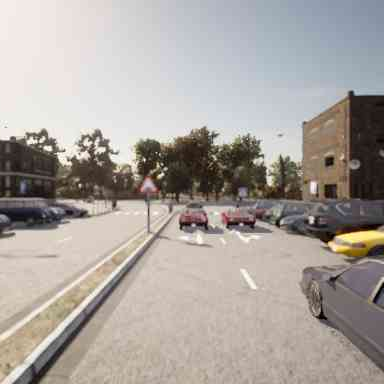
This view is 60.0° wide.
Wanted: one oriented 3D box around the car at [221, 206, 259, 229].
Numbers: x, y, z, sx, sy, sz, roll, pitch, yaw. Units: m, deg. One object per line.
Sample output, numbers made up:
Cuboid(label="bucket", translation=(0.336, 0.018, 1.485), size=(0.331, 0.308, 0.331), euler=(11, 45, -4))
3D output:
Cuboid(label="car", translation=(3.096, 1.767, 23.097), size=(1.895, 1.301, 4.718), euler=(0, 0, 0))

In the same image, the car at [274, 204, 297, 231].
Cuboid(label="car", translation=(7.649, 1.625, 19.416), size=(4.892, 1.521, 2.231), euler=(0, 0, 0))

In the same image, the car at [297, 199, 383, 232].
Cuboid(label="car", translation=(7.670, 1.331, 13.905), size=(5.566, 2.045, 2.435), euler=(0, 0, 0))

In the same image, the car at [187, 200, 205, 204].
Cuboid(label="car", translation=(0.426, 1.731, 40.393), size=(1.837, 1.490, 4.892), euler=(0, 0, 5))

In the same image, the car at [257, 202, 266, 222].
Cuboid(label="car", translation=(7.640, 1.695, 24.936), size=(4.674, 1.452, 2.002), euler=(0, 0, 0))

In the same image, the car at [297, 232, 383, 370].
Cuboid(label="car", translation=(3.101, 1.578, 4.359), size=(2.033, 1.411, 5.357), euler=(0, 0, 0))

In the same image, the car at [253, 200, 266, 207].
Cuboid(label="car", translation=(7.649, 1.669, 27.692), size=(5.008, 1.535, 2.097), euler=(0, 0, 0))

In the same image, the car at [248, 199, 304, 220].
Cuboid(label="car", translation=(7.612, 1.554, 30.455), size=(4.553, 1.767, 2.185), euler=(0, 0, 0))

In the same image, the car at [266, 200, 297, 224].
Cuboid(label="car", translation=(7.612, 1.515, 22.179), size=(4.553, 1.767, 2.185), euler=(0, 0, 0))

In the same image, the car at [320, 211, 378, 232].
Cuboid(label="car", translation=(7.456, 1.558, 11.145), size=(5.366, 1.575, 1.946), euler=(0, 0, 0))

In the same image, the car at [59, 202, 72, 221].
Cuboid(label="car", translation=(-12.544, 1.551, 26.863), size=(4.553, 1.767, 2.185), euler=(0, 0, 0))

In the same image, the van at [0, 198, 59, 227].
Cuboid(label="van", translation=(-12.399, 1.438, 23.956), size=(4.442, 1.987, 1.878), euler=(0, 0, 0))

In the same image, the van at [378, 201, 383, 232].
Cuboid(label="van", translation=(7.524, 1.314, 8.390), size=(4.442, 1.987, 1.878), euler=(0, 0, 0))

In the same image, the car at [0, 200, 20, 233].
Cuboid(label="car", translation=(-12.551, 1.499, 18.519), size=(4.553, 1.767, 2.185), euler=(0, 0, 0))

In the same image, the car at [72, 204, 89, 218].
Cuboid(label="car", translation=(-12.479, 1.720, 32.298), size=(4.792, 1.488, 2.163), euler=(0, 0, 0))

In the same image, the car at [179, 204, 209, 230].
Cuboid(label="car", translation=(0.103, 1.764, 22.642), size=(1.895, 1.301, 4.718), euler=(0, 0, 0))
